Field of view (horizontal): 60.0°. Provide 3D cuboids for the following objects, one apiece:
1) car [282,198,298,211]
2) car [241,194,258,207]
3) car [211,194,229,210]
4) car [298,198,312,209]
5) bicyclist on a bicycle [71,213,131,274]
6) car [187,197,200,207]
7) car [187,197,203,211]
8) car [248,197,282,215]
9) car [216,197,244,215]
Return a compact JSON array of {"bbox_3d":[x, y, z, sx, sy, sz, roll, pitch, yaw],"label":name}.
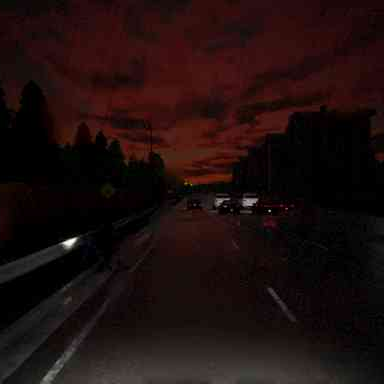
[{"bbox_3d":[10.824,1.601,40.228,1.895,1.301,4.718,0,0,0],"label":"car"},{"bbox_3d":[7.333,1.221,43.512,2.150,2.045,5.566,0,0,0],"label":"car"},{"bbox_3d":[3.832,1.221,43.951,2.150,2.045,5.566,0,0,0],"label":"car"},{"bbox_3d":[14.338,1.478,44.319,1.882,1.535,5.008,0,0,0],"label":"car"},{"bbox_3d":[-2.440,1.405,9.096,1.656,1.620,0.582,5,0,0],"label":"bicyclist on a bicycle"},{"bbox_3d":[0.262,1.526,51.037,1.812,1.442,4.674,0,0,0],"label":"car"},{"bbox_3d":[0.336,1.547,40.686,2.033,1.411,5.357,0,0,0],"label":"car"},{"bbox_3d":[7.291,1.505,33.609,1.837,1.490,4.892,0,0,0],"label":"car"},{"bbox_3d":[3.793,1.526,34.041,1.812,1.442,4.674,0,0,0],"label":"car"}]
